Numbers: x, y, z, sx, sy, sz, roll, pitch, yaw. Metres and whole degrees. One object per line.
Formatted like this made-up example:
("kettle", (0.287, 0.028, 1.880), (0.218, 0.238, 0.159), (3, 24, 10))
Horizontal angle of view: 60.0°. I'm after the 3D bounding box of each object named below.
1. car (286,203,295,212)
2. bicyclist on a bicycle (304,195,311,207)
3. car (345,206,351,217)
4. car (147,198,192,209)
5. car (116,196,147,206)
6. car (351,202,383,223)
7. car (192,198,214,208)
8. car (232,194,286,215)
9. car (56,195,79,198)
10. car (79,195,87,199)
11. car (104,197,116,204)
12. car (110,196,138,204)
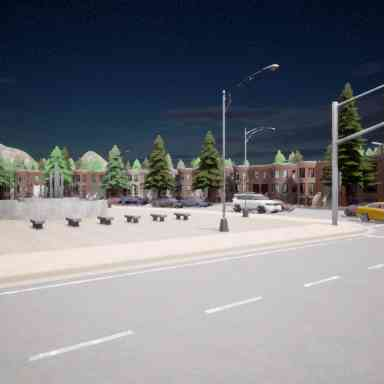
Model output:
("car", (9.232, 1.526, 37.249), (1.812, 1.442, 4.674), (0, 0, -38))
("bicyclist on a bicycle", (16.174, 1.303, 46.611), (1.656, 1.620, 0.582), (0, 0, -37))
("car", (15.545, 1.564, 28.795), (1.994, 1.385, 4.181), (0, 0, -36))
("car", (-3.097, 1.548, 45.410), (5.357, 1.411, 2.033), (0, 0, 37))
("car", (-9.308, 1.601, 53.228), (4.718, 1.301, 1.895), (0, 0, 25))
("car", (13.922, 1.477, 23.218), (1.882, 1.535, 5.008), (1, 0, -16))
("car", (0.427, 1.548, 47.016), (5.357, 1.411, 2.033), (0, 0, 39))
("car", (6.637, 1.220, 34.985), (2.150, 2.045, 5.566), (0, 0, -38))
("car", (-23.818, 1.505, 60.694), (4.892, 1.490, 1.837), (0, 0, 5))
("car", (-22.556, 1.352, 63.988), (4.553, 1.767, 2.097), (0, 0, 7))
("car", (-14.081, 1.564, 58.826), (4.181, 1.385, 1.994), (0, 0, 18))
("car", (-12.736, 1.505, 62.058), (4.892, 1.490, 1.837), (0, 0, 18))
